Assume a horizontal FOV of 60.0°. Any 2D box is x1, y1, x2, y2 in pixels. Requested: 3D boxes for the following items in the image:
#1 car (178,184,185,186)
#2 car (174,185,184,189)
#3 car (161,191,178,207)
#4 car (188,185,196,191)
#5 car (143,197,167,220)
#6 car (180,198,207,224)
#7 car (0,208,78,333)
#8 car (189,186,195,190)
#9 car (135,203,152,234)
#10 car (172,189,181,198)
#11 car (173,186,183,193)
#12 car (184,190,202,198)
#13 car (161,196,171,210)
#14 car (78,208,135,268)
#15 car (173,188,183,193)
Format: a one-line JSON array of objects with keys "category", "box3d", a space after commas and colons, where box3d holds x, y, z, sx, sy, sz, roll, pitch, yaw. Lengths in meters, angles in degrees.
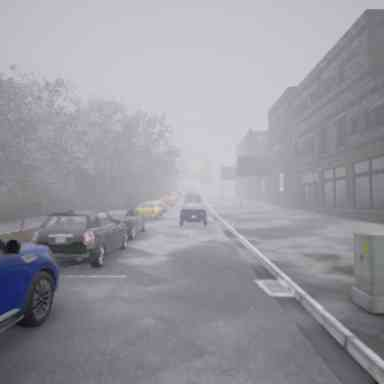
[{"category": "car", "box3d": [-3.660, -0.482, 81.258, 2.185, 1.767, 4.553, 0, 3, 2]}, {"category": "car", "box3d": [-3.659, -0.144, 75.697, 2.185, 1.767, 4.553, 0, 3, 2]}, {"category": "car", "box3d": [-3.631, 1.127, 47.832, 2.185, 1.767, 4.553, 2, 2, 2]}, {"category": "car", "box3d": [-0.006, -1.070, 91.185, 2.033, 1.411, 5.357, 0, 4, 0]}, {"category": "car", "box3d": [-3.646, 1.484, 28.438, 1.946, 1.575, 5.366, 0, 1, 2]}, {"category": "car", "box3d": [0.098, 1.488, 24.631, 1.882, 1.535, 5.008, 0, 0, 0]}, {"category": "car", "box3d": [-3.650, 1.233, 3.933, 2.435, 2.045, 5.566, 0, 0, 2]}, {"category": "car", "box3d": [-0.005, -0.175, 77.394, 2.033, 1.411, 5.357, 0, 4, 0]}, {"category": "car", "box3d": [-3.663, 1.552, 17.191, 2.163, 1.488, 4.792, -1, 0, 2]}, {"category": "car", "box3d": [-3.634, 0.864, 58.850, 1.946, 1.575, 5.366, 1, 2, 2]}, {"category": "car", "box3d": [-3.659, -0.696, 86.851, 2.231, 1.521, 4.892, 0, 3, 2]}, {"category": "car", "box3d": [0.097, 1.102, 43.152, 2.150, 2.045, 5.566, 0, 1, 0]}, {"category": "car", "box3d": [-3.653, 1.510, 34.575, 2.002, 1.452, 4.674, 0, 0, 2]}, {"category": "car", "box3d": [-3.653, 1.370, 11.586, 2.185, 1.767, 4.553, 0, 0, 2]}, {"category": "car", "box3d": [-3.638, 0.617, 64.585, 2.231, 1.521, 4.892, 1, 3, 2]}]
